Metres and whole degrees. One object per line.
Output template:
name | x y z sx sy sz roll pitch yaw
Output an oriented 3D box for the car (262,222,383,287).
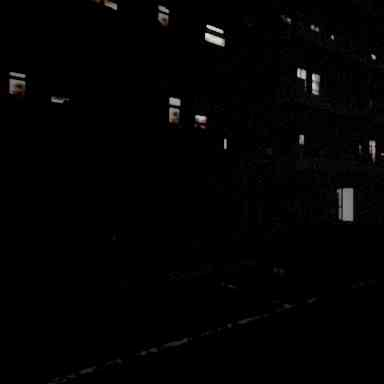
car | 3.884 1.562 9.357 4.313 1.339 1.947 0 0 -36
